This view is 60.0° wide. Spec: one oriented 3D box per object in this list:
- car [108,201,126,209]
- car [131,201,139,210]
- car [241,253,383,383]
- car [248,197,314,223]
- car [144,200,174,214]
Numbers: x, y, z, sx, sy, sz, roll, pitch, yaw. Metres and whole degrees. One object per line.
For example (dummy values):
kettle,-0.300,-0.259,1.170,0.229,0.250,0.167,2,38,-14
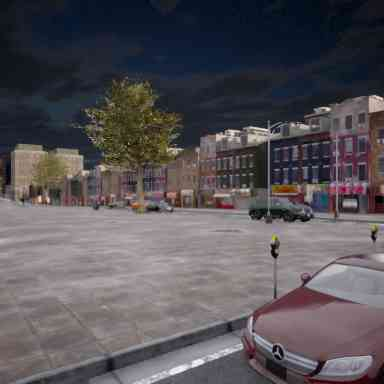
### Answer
car,-13.826,2.396,61.054,2.128,1.511,4.902,0,-1,-35
car,-7.951,2.040,52.868,2.097,1.767,4.553,0,-1,-36
car,2.572,1.582,4.638,4.206,1.307,1.802,0,0,-35
car,7.039,1.406,26.902,2.150,2.045,5.566,0,-1,-36
car,-4.120,1.972,42.487,2.128,1.511,4.902,0,-1,-35
